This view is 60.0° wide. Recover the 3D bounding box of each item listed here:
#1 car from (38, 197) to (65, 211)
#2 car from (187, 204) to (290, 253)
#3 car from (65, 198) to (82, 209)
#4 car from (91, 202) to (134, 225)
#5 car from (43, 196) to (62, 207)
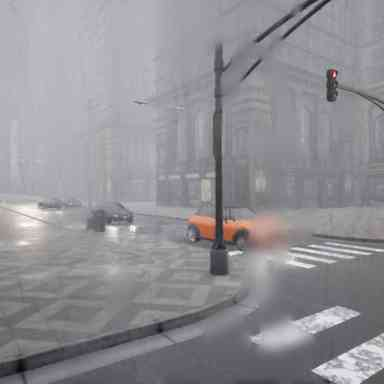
[{"bbox_3d":[-17.415,1.432,40.590,1.882,1.535,5.008,0,0,-35],"label":"car"},{"bbox_3d":[1.800,1.342,13.917,2.097,1.767,4.553,0,0,-39],"label":"car"},{"bbox_3d":[-16.274,1.489,44.349,2.033,1.411,5.357,0,0,-35],"label":"car"},{"bbox_3d":[-5.928,1.495,24.411,1.837,1.490,4.892,0,0,-35],"label":"car"},{"bbox_3d":[-21.915,1.446,52.163,1.812,1.442,4.674,0,0,-35],"label":"car"}]
